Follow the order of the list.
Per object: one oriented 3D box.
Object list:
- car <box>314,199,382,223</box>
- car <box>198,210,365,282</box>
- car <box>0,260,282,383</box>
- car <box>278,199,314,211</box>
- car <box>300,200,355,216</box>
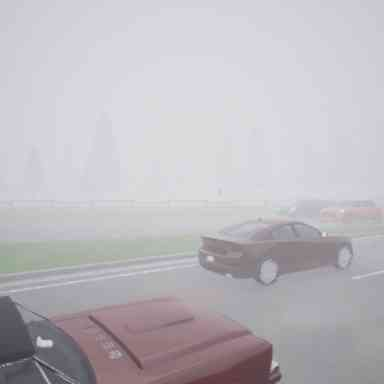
[{"bbox_3d":[11.702,1.354,24.514,4.553,1.767,2.097,0,0,-24],"label":"car"},{"bbox_3d":[2.518,1.473,9.434,5.008,1.535,1.882,0,0,-33],"label":"car"},{"bbox_3d":[-1.495,1.593,2.575,4.718,1.301,1.895,0,0,-35],"label":"car"},{"bbox_3d":[9.220,1.345,27.234,4.553,1.767,2.097,0,0,-24],"label":"car"},{"bbox_3d":[13.515,1.545,33.063,5.357,1.411,2.033,0,0,-26],"label":"car"}]
